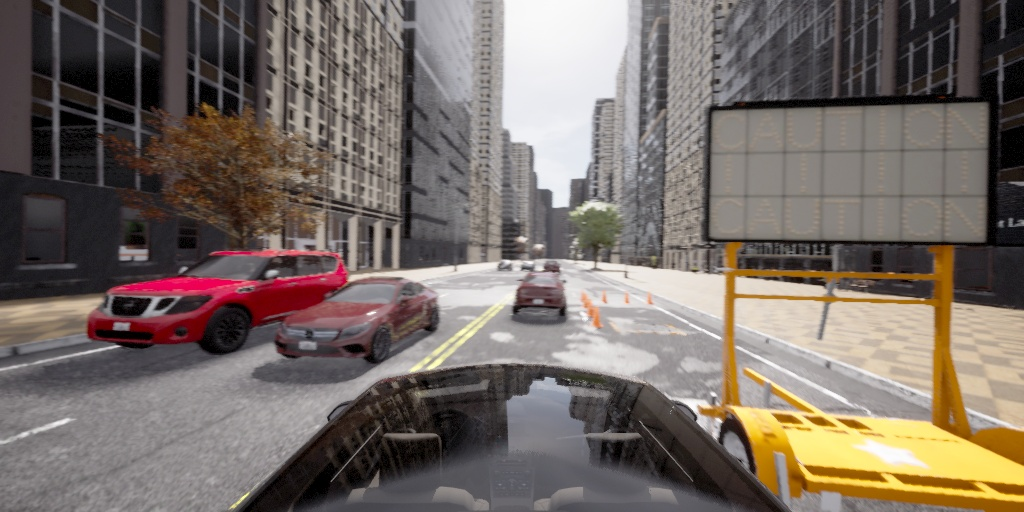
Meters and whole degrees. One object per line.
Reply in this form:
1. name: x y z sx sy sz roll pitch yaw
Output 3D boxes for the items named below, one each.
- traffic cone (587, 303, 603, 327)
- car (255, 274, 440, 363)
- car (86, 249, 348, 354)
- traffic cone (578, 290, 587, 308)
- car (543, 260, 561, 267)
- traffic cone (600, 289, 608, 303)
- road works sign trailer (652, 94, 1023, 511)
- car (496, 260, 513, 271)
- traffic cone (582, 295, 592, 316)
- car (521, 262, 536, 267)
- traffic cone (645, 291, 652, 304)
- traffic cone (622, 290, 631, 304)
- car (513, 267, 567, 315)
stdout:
1. traffic cone: 2.502 1.783 10.655 0.340 0.580 0.340 0 0 7
2. car: -3.049 1.221 8.190 1.812 1.442 4.674 1 0 7
3. car: -6.238 0.844 8.785 2.150 2.045 5.566 1 0 7
4. traffic cone: 2.995 1.803 14.624 0.340 0.580 0.340 0 0 7
5. car: 4.885 1.309 44.021 2.097 1.767 4.553 1 0 7
6. traffic cone: 4.234 1.835 16.485 0.340 0.580 0.340 0 0 7
7. road works sign trailer: 3.030 0.288 3.563 2.380 3.560 2.880 0 0 8
8. car: -0.969 1.330 50.827 2.128 1.511 4.902 1 0 8
9. traffic cone: 2.748 1.793 12.639 0.340 0.580 0.340 0 0 7
10. car: 2.291 1.476 50.777 1.994 1.385 4.181 1 0 8
11. traffic cone: 6.218 1.880 16.238 0.340 0.580 0.340 0 0 7
12. traffic cone: 5.226 1.858 16.362 0.340 0.580 0.340 0 0 7
13. car: 1.146 1.329 13.946 1.812 1.442 4.674 1 0 7
